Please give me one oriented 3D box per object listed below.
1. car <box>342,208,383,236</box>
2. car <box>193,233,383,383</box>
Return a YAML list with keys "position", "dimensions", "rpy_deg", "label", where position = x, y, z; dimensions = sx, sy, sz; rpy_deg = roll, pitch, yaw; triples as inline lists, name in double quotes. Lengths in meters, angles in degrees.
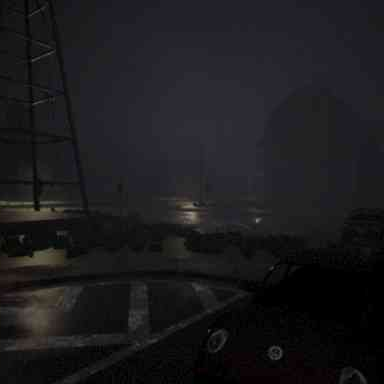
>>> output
- position: [8.289, 1.478, 15.498]
  dimensions: [1.816, 1.474, 4.193]
  rpy_deg: [1, 1, 36]
  label: "car"
- position: [1.745, 1.507, 4.357]
  dimensions: [1.784, 1.438, 3.905]
  rpy_deg: [1, 1, 36]
  label: "car"
